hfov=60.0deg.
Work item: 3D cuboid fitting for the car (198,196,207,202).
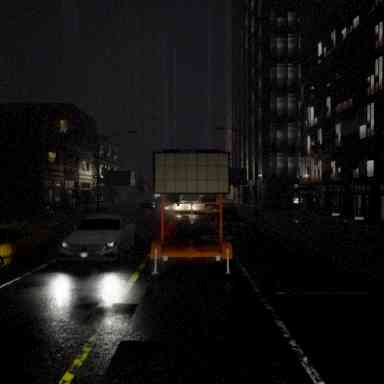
[{"bbox_3d":[2.630,1.596,81.771,2.008,1.369,4.403,0,0,0],"label":"car"}]

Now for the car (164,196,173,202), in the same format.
[{"bbox_3d":[-5.750,1.627,81.761,1.802,1.307,4.206,0,0,0],"label":"car"}]

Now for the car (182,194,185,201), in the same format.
[{"bbox_3d":[-3.062,1.276,90.256,2.150,2.045,5.566,0,0,0],"label":"car"}]

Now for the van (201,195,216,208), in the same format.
[{"bbox_3d":[2.652,1.357,48.625,1.690,1.788,3.998,0,0,0],"label":"van"}]

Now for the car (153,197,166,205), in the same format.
[{"bbox_3d":[-5.734,1.591,59.664,1.947,1.339,4.313,0,0,0],"label":"car"}]

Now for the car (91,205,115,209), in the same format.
[{"bbox_3d":[-5.707,1.553,20.996,2.008,1.369,4.403,0,0,0],"label":"car"}]

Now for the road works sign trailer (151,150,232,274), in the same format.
[{"bbox_3d":[-0.007,0.465,10.545,2.380,3.560,2.880,0,0,0],"label":"road works sign trailer"}]

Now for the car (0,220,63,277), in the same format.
[{"bbox_3d":[-5.699,1.526,9.776,1.752,1.417,4.829,0,0,0],"label":"car"}]

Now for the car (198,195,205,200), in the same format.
[{"bbox_3d":[2.622,1.582,92.988,1.752,1.417,4.829,0,0,0],"label":"car"}]

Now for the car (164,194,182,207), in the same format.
[{"bbox_3d":[-3.131,1.239,53.563,2.150,2.045,5.566,0,0,0],"label":"car"}]

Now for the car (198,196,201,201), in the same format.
[{"bbox_3d":[2.642,1.555,65.367,1.752,1.417,4.829,0,0,0],"label":"car"}]

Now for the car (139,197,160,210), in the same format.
[{"bbox_3d":[-5.723,1.562,43.092,2.008,1.369,4.403,0,0,0],"label":"car"}]

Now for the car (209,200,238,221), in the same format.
[{"bbox_3d":[2.669,1.555,26.528,2.008,1.369,4.403,0,0,0],"label":"car"}]

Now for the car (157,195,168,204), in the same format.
[{"bbox_3d":[-5.739,1.470,65.188,1.967,1.590,4.097,0,0,0],"label":"car"}]

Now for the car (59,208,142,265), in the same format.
[{"bbox_3d":[-3.095,1.526,11.836,1.812,1.442,4.674,0,0,0],"label":"car"}]
